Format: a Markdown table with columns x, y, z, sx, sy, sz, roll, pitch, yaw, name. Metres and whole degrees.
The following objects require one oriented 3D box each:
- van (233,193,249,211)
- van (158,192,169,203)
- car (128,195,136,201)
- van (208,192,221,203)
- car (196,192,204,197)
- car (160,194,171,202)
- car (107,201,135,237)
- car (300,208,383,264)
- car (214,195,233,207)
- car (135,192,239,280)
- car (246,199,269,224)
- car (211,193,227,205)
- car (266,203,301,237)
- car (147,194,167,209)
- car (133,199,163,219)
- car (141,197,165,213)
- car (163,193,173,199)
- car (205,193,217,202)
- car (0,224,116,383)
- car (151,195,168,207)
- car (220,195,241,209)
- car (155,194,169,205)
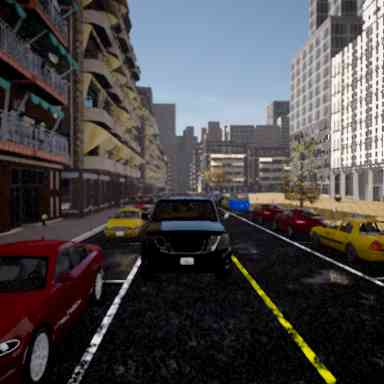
| x | y | z | sx | sy | sz | roll | pitch | yaw | name |
| --- | --- | --- | --- | --- | --- | --- | --- | --- | --- |
| 4.632 | 1.033 | 33.162 | 1.690 | 1.788 | 3.998 | 0 | 1 | -2 | van |
| -4.636 | 0.842 | 54.912 | 1.690 | 1.788 | 3.998 | 0 | 0 | -2 | van |
| -3.296 | 1.108 | 21.779 | 2.192 | 1.841 | 5.009 | 0 | 1 | -2 | car |
| 3.737 | 0.842 | 55.251 | 1.690 | 1.788 | 3.998 | 0 | 0 | -2 | van |
| 2.175 | 0.735 | 93.906 | 1.887 | 1.381 | 4.507 | 0 | 0 | -2 | car |
| -4.858 | 1.037 | 60.435 | 1.802 | 1.307 | 4.206 | 0 | 0 | -2 | car |
| -3.064 | 1.371 | 16.091 | 1.752 | 1.417 | 4.829 | 0 | 1 | -2 | car |
| 5.519 | 1.420 | 11.246 | 1.752 | 1.417 | 4.829 | 0 | 1 | -2 | car |
| 4.186 | 1.161 | 44.208 | 1.947 | 1.339 | 4.313 | 0 | 1 | -2 | car |
| -0.221 | 1.123 | 10.040 | 2.150 | 2.045 | 5.566 | 0 | 1 | -2 | car |
| 5.079 | 1.375 | 22.120 | 1.802 | 1.307 | 4.206 | 0 | 1 | -2 | car |
| 3.962 | 0.988 | 49.729 | 1.967 | 1.590 | 4.097 | 0 | 1 | -2 | car |
| 5.303 | 1.426 | 16.599 | 1.802 | 1.307 | 4.206 | 0 | 1 | -2 | car |
| -3.964 | 1.083 | 38.346 | 1.967 | 1.590 | 4.097 | 0 | 1 | -2 | car |
| -3.517 | 1.293 | 27.304 | 2.008 | 1.369 | 4.403 | 0 | 1 | -2 | car |
| -3.740 | 1.243 | 32.826 | 2.008 | 1.369 | 4.403 | 0 | 1 | -2 | car |
| -5.528 | 0.886 | 77.001 | 1.947 | 1.339 | 4.313 | 0 | 0 | -2 | car |
| 3.508 | 0.979 | 60.943 | 1.752 | 1.417 | 4.829 | 0 | 0 | -2 | car |
| -2.624 | 1.493 | 5.216 | 1.887 | 1.381 | 4.507 | 0 | 1 | -2 | car |
| -4.187 | 1.161 | 43.869 | 1.947 | 1.339 | 4.313 | 0 | 1 | -2 | car |
| 4.402 | 1.167 | 38.855 | 1.752 | 1.417 | 4.829 | 0 | 1 | -2 | car |
| -4.411 | 1.093 | 49.391 | 1.887 | 1.381 | 4.507 | 0 | 1 | -2 | car |
